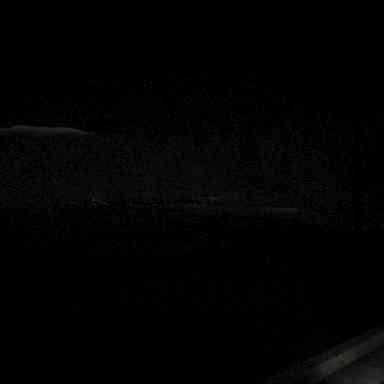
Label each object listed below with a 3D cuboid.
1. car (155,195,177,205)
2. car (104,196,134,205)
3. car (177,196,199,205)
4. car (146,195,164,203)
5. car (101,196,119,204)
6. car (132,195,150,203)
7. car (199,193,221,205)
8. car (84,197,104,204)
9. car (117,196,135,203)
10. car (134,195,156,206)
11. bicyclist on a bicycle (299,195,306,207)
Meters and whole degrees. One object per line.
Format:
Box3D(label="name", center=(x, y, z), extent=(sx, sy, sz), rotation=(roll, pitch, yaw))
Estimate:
Box3D(label="car", center=(-5.266, 1.534, 56.975), extent=(2.033, 1.411, 5.357), rotation=(0, 0, -35))
Box3D(label="car", center=(-11.985, 1.478, 54.364), extent=(2.128, 1.511, 4.902), rotation=(0, 0, -35))
Box3D(label="car", center=(-1.514, 1.476, 57.727), extent=(2.128, 1.511, 4.902), rotation=(0, 0, -35))
Box3D(label="car", center=(-8.166, 1.462, 73.096), extent=(1.882, 1.535, 5.008), rotation=(0, 0, -35))
Box3D(label="car", center=(-16.472, 1.514, 66.794), extent=(1.812, 1.442, 4.674), rotation=(0, 0, -35))
Box3D(label="car", center=(-10.891, 1.463, 70.887), extent=(1.882, 1.535, 5.008), rotation=(0, 0, -35))
Box3D(label="car", center=(2.719, 1.206, 57.792), extent=(2.150, 2.045, 5.566), rotation=(0, 0, -35))
Box3D(label="car", center=(-19.488, 1.590, 65.031), extent=(1.895, 1.301, 4.718), rotation=(0, 0, -35))
Box3D(label="car", center=(-13.554, 1.582, 68.591), extent=(1.895, 1.301, 4.718), rotation=(0, 0, -35))
Box3D(label="car", center=(-8.360, 1.589, 55.294), extent=(1.895, 1.301, 4.718), rotation=(0, 0, -35))
Box3D(label="bicyclist on a bicycle", center=(15.490, 1.287, 46.526), extent=(1.656, 1.620, 0.582), rotation=(0, 0, -35))
